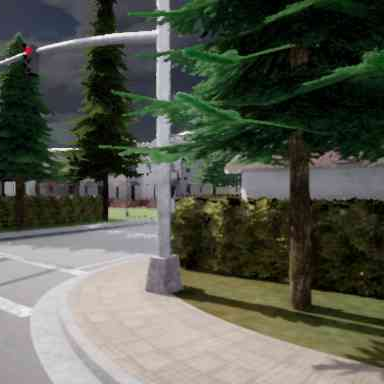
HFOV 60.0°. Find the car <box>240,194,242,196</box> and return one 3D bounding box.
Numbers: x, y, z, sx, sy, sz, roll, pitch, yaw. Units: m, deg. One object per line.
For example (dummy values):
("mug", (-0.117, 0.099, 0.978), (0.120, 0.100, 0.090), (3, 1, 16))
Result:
("car", (13.461, 1.348, 79.841), (4.605, 1.855, 1.932), (0, 0, 35))
